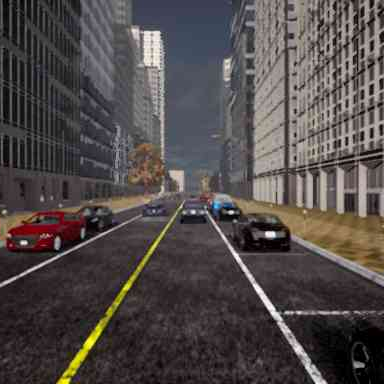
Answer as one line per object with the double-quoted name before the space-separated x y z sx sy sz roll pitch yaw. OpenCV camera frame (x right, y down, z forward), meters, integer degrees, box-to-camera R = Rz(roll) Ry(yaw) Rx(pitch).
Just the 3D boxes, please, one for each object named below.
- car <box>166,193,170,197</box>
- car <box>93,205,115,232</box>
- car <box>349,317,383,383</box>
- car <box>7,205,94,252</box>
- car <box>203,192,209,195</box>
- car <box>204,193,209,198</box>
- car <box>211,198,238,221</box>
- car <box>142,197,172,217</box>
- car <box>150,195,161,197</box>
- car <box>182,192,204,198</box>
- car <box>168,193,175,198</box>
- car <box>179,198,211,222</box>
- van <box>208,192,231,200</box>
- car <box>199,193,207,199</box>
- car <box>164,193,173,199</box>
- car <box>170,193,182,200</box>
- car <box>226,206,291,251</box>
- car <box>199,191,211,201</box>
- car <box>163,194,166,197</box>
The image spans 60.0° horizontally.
"car" -5.686 1.001 76.113 2.008 1.369 4.403 0 0 0
"car" -5.688 1.439 19.189 1.947 1.339 4.313 0 0 0
"car" 2.693 1.551 2.104 1.947 1.339 4.313 0 0 0
"car" -5.688 1.456 13.496 1.887 1.381 4.507 0 0 0
"car" 2.696 0.898 59.023 2.192 1.841 5.009 0 0 0
"car" 2.694 1.193 36.256 1.967 1.590 4.097 0 0 0
"car" 2.693 1.400 24.872 1.947 1.339 4.313 0 0 0
"car" -3.097 1.369 28.946 1.994 1.385 4.181 0 0 0
"car" -5.687 1.196 47.481 1.752 1.417 4.829 0 0 0
"car" 0.098 1.143 41.888 2.033 1.649 4.856 0 1 0
"car" -5.685 0.893 93.188 1.802 1.307 4.206 0 0 0
"car" 0.099 1.383 24.644 2.033 1.411 5.357 0 0 0
"van" 2.694 1.135 30.564 1.690 1.788 3.998 0 0 0
"car" 2.695 0.928 81.962 1.752 1.417 4.829 0 0 0
"car" -5.686 0.970 81.806 1.947 1.339 4.313 0 0 0
"car" -2.998 0.973 69.860 1.837 1.490 4.892 0 0 0
"car" 2.693 1.477 13.488 1.947 1.339 4.313 0 0 0
"car" 2.696 0.810 70.407 2.192 1.841 5.009 0 0 0
"car" -5.687 1.177 53.344 2.008 1.369 4.403 0 0 0
